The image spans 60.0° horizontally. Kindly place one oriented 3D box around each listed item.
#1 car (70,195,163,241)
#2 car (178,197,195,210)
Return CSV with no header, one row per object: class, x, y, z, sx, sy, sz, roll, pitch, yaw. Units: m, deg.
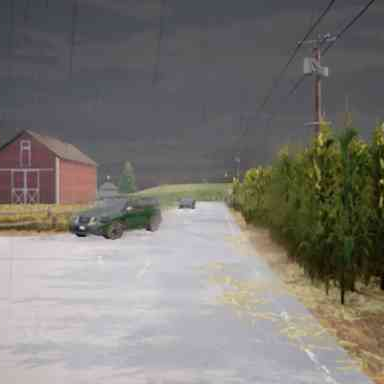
car,-3.640,1.235,17.313,2.150,2.045,5.566,3,1,27
car,-0.623,1.495,42.821,1.837,1.490,4.892,-1,0,5
